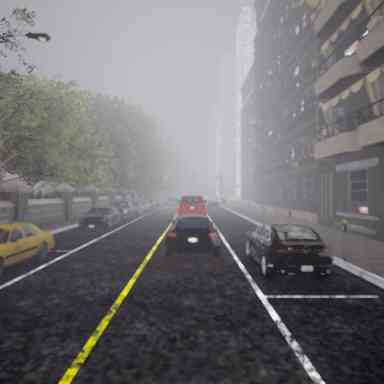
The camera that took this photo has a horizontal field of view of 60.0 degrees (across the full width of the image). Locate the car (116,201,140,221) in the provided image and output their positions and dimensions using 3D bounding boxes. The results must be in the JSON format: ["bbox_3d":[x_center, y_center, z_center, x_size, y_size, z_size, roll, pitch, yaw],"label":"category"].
[{"bbox_3d":[-5.691,1.449,26.573,1.967,1.590,4.097,0,0,0],"label":"car"}]

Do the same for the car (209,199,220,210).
[{"bbox_3d":[2.687,1.572,43.192,2.008,1.369,4.403,0,0,0],"label":"car"}]

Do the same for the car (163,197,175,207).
[{"bbox_3d":[-3.087,1.553,52.233,1.812,1.442,4.674,0,0,0],"label":"car"}]

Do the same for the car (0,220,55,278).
[{"bbox_3d":[-5.689,1.527,9.786,1.752,1.417,4.829,0,0,0],"label":"car"}]

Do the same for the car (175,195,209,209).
[{"bbox_3d":[0.029,1.233,26.811,2.150,2.045,5.566,0,0,0],"label":"car"}]

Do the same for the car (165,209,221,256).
[{"bbox_3d":[0.044,1.568,13.100,1.994,1.385,4.181,0,0,0],"label":"car"}]

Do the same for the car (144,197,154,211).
[{"bbox_3d":[-5.693,1.541,37.480,1.752,1.417,4.829,0,0,0],"label":"car"}]

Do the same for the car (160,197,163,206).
[{"bbox_3d":[-5.772,1.580,54.265,2.008,1.369,4.403,0,0,0],"label":"car"}]

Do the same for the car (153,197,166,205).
[{"bbox_3d":[-5.825,1.579,59.805,1.887,1.381,4.507,0,0,0],"label":"car"}]

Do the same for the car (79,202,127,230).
[{"bbox_3d":[-5.691,1.572,21.034,1.947,1.339,4.313,0,0,0],"label":"car"}]

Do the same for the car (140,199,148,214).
[{"bbox_3d":[-5.692,1.594,32.111,1.802,1.307,4.206,0,0,0],"label":"car"}]

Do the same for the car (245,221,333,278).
[{"bbox_3d":[2.691,1.553,9.960,2.008,1.369,4.403,0,0,0],"label":"car"}]

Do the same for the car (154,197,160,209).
[{"bbox_3d":[-5.693,1.460,43.189,1.967,1.590,4.097,0,0,0],"label":"car"}]
